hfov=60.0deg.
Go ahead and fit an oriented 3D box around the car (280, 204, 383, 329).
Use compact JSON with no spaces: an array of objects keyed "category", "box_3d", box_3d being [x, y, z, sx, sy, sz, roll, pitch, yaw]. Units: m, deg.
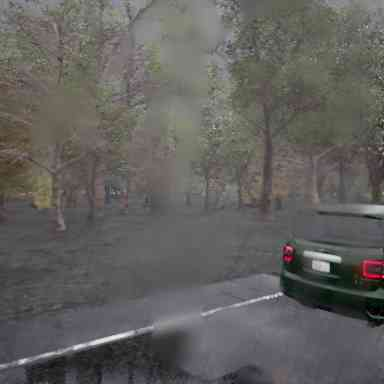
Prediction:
[{"category":"car","box_3d":[4.190,1.264,6.738,5.566,2.045,2.150,0,0,-36]}]
